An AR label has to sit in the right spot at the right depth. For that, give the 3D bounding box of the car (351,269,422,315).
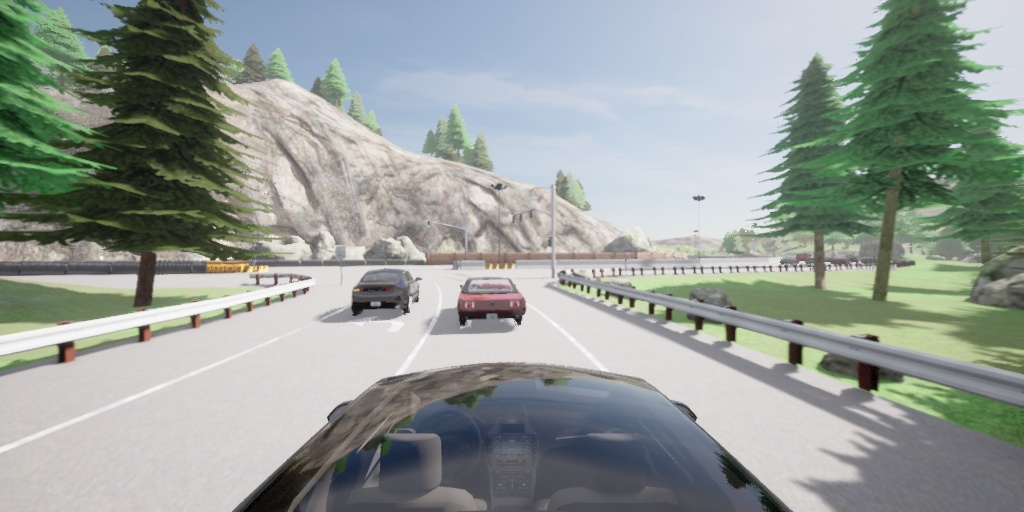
[{"bbox_3d":[-4.593,1.224,13.506,1.837,1.490,4.892,0,0,-9],"label":"car"}]

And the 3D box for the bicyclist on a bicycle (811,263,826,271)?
[{"bbox_3d":[34.375,0.998,40.323,0.582,1.620,1.656,0,4,-19],"label":"bicyclist on a bicycle"}]

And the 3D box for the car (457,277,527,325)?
[{"bbox_3d":[-0.767,1.315,11.739,1.895,1.301,4.718,0,0,-6],"label":"car"}]
